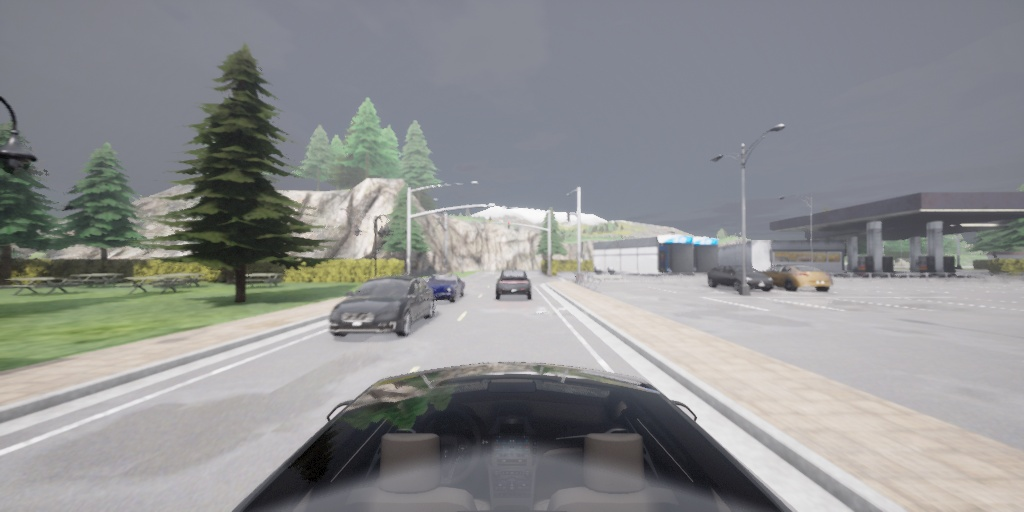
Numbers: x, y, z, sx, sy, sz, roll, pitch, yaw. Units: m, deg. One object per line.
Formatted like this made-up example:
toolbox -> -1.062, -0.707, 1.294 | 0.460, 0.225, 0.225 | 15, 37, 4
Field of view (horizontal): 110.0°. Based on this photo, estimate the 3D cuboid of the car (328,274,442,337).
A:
car -> -3.604, 1.375, 10.771 | 1.837, 1.490, 4.892 | 0, -1, 0

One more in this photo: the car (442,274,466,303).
car -> -3.527, 1.607, 18.098 | 1.895, 1.301, 4.718 | 0, -1, 0

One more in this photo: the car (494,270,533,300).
car -> 0.074, 1.472, 19.454 | 2.128, 1.511, 4.902 | 0, -1, 0
